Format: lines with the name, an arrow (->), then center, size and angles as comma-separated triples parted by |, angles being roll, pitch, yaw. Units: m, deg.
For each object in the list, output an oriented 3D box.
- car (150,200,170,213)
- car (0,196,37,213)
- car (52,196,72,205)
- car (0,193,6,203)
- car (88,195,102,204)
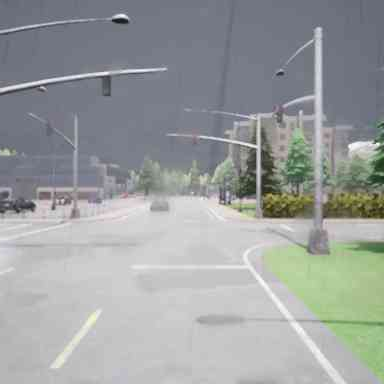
car -> -3.528, 1.586, 37.376 | 1.994, 1.385, 4.181 | 0, 1, 0
car -> -17.729, 1.331, 34.046 | 2.007, 1.523, 4.514 | 0, 0, 0
car -> -20.549, 1.371, 52.685 | 1.970, 1.475, 3.806 | 0, 0, 0
car -> -36.082, 1.083, 60.385 | 1.932, 1.855, 4.605 | 0, 0, 0
car -> -17.501, 1.359, 60.079 | 1.845, 1.501, 3.633 | 0, 0, 0
